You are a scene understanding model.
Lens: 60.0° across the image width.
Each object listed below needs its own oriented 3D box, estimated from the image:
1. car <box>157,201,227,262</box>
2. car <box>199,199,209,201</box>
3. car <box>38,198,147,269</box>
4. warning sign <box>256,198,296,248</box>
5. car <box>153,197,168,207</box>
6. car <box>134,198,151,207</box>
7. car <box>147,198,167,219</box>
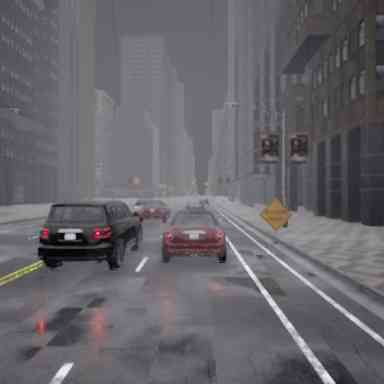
[{"bbox_3d":[0.104,1.400,12.428,2.097,1.767,4.553,0,0,1],"label":"car"},{"bbox_3d":[0.286,1.607,27.458,2.128,1.511,4.902,0,0,2],"label":"car"},{"bbox_3d":[-3.166,1.267,11.442,2.150,2.045,5.566,0,0,1],"label":"car"},{"bbox_3d":[3.282,1.167,13.054,1.300,1.860,1.060,0,0,0],"label":"warning sign"},{"bbox_3d":[-5.514,1.752,58.960,1.882,1.535,5.008,0,0,3],"label":"car"},{"bbox_3d":[-8.760,1.822,58.963,2.033,1.411,5.357,0,0,3],"label":"car"},{"bbox_3d":[-2.964,1.466,27.431,2.097,1.767,4.553,0,0,1],"label":"car"}]
